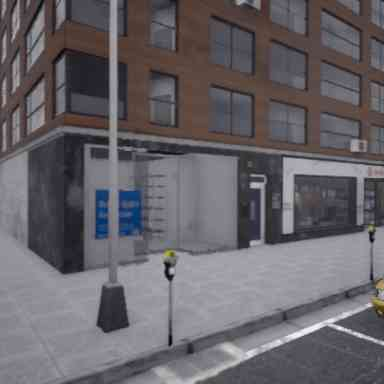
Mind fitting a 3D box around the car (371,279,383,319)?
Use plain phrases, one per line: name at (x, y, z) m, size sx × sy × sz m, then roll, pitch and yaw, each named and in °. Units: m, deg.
car at (5.100, 1.498, 6.150) m, size 4.829 × 1.417 × 1.752 m, roll 0°, pitch 0°, yaw -36°
